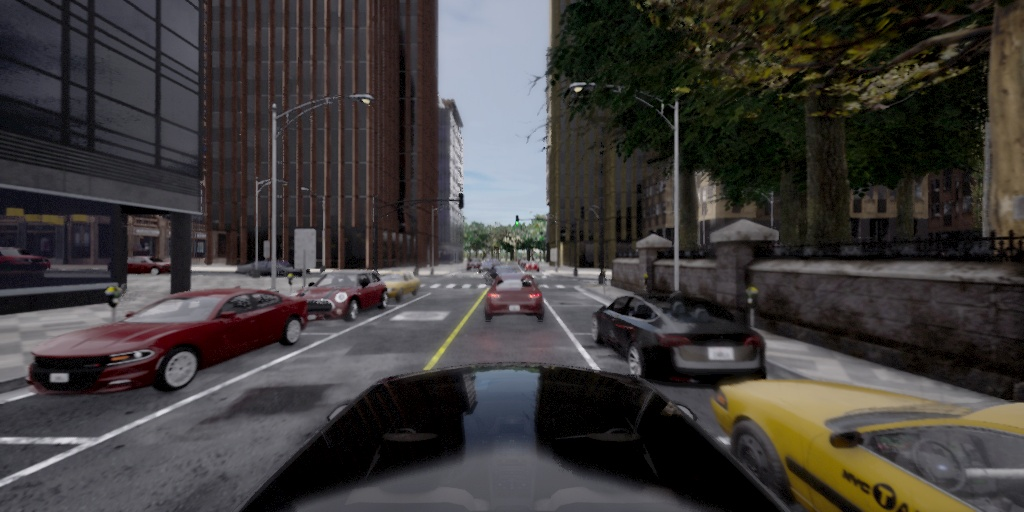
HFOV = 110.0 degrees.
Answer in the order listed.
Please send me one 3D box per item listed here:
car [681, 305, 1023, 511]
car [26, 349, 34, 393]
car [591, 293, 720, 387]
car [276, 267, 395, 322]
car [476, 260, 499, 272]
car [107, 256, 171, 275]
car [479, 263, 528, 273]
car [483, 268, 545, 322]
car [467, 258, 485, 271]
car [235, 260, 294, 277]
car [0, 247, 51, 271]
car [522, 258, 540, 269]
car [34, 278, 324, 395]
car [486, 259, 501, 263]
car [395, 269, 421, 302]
[{"bbox_3d":[2.762,1.274,1.526,1.751,1.417,4.829,0,0,0],"label":"car"},{"bbox_3d":[-5.763,1.299,1.353,2.007,1.370,4.403,0,0,0],"label":"car"},{"bbox_3d":[2.762,1.335,6.813,1.948,1.339,4.313,0,0,0],"label":"car"},{"bbox_3d":[-5.764,1.230,12.267,1.967,1.591,4.097,0,0,0],"label":"car"},{"bbox_3d":[-3.088,1.488,45.697,1.994,1.385,4.181,0,0,1],"label":"car"},{"bbox_3d":[-29.725,0.782,29.167,5.008,1.535,1.882,1,0,0],"label":"car"},{"bbox_3d":[-0.731,1.390,24.305,2.033,1.411,5.357,1,-1,-12],"label":"car"},{"bbox_3d":[0.083,1.316,12.404,1.812,1.442,4.674,0,0,0],"label":"car"},{"bbox_3d":[-5.767,1.278,55.131,2.192,1.841,5.009,0,0,0],"label":"car"},{"bbox_3d":[-19.317,1.053,29.184,5.357,1.411,2.033,1,0,0],"label":"car"},{"bbox_3d":[-41.254,0.305,29.153,5.566,2.045,2.150,1,0,0],"label":"car"},{"bbox_3d":[2.759,1.381,49.694,1.967,1.591,4.097,0,0,0],"label":"car"},{"bbox_3d":[-5.763,1.314,6.810,1.888,1.381,4.507,0,0,0],"label":"car"},{"bbox_3d":[-3.082,1.567,55.691,1.895,1.301,4.718,0,0,0],"label":"car"},{"bbox_3d":[-5.764,1.337,17.554,1.751,1.417,4.829,0,0,0],"label":"car"}]
